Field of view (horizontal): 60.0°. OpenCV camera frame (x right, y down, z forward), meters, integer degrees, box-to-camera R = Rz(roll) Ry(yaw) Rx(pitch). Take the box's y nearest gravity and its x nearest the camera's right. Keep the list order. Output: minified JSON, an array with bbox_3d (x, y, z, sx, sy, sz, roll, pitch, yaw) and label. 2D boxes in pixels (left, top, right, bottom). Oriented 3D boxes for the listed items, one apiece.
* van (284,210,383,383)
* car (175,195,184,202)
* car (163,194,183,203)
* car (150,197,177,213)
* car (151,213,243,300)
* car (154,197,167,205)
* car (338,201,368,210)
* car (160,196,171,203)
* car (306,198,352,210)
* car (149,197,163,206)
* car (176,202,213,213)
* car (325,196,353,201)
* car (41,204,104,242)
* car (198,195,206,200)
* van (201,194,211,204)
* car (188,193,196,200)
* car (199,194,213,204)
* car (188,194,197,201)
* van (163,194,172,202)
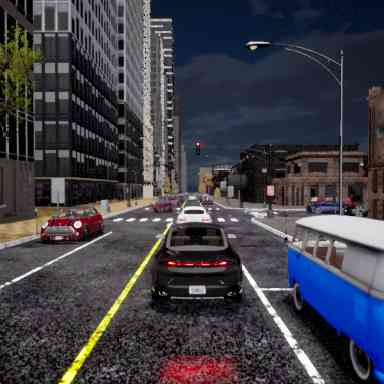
[{"bbox_3d":[2.679,1.340,5.083,1.690,1.788,3.998,-1,0,0],"label":"van"},{"bbox_3d":[-2.935,1.459,79.073,1.882,1.535,5.008,0,0,0],"label":"car"},{"bbox_3d":[-3.045,1.338,53.559,2.097,1.767,4.553,0,0,0],"label":"car"},{"bbox_3d":[-3.070,1.553,36.269,1.994,1.385,4.181,0,0,0],"label":"car"},{"bbox_3d":[0.104,1.502,8.374,1.837,1.490,4.892,0,0,0],"label":"car"},{"bbox_3d":[-5.619,1.551,59.764,1.947,1.339,4.313,-1,0,0],"label":"car"},{"bbox_3d":[16.443,1.793,31.026,4.313,1.339,1.947,1,0,1],"label":"car"},{"bbox_3d":[-5.610,1.549,71.053,1.947,1.339,4.313,-1,0,0],"label":"car"},{"bbox_3d":[14.846,1.684,36.842,4.181,1.385,1.994,1,1,1],"label":"car"},{"bbox_3d":[-5.795,1.511,53.951,1.752,1.417,4.829,-1,0,0],"label":"car"},{"bbox_3d":[0.109,1.520,18.730,1.812,1.442,4.674,0,0,0],"label":"car"},{"bbox_3d":[16.559,1.411,39.403,5.009,1.841,2.192,1,0,1],"label":"car"},{"bbox_3d":[-5.690,1.435,16.173,1.967,1.590,4.097,-1,0,0],"label":"car"},{"bbox_3d":[2.756,1.530,93.568,2.008,1.369,4.403,-1,0,0],"label":"car"},{"bbox_3d":[2.729,1.325,65.347,1.690,1.788,3.998,-1,0,0],"label":"van"},{"bbox_3d":[0.075,1.256,91.018,2.097,1.767,4.553,0,0,0],"label":"car"},{"bbox_3d":[2.726,1.425,59.703,1.967,1.590,4.097,-1,0,0],"label":"car"},{"bbox_3d":[0.067,1.504,81.015,1.812,1.442,4.674,0,0,0],"label":"car"},{"bbox_3d":[-5.609,1.323,76.697,1.690,1.788,3.998,-1,0,0],"label":"van"}]
